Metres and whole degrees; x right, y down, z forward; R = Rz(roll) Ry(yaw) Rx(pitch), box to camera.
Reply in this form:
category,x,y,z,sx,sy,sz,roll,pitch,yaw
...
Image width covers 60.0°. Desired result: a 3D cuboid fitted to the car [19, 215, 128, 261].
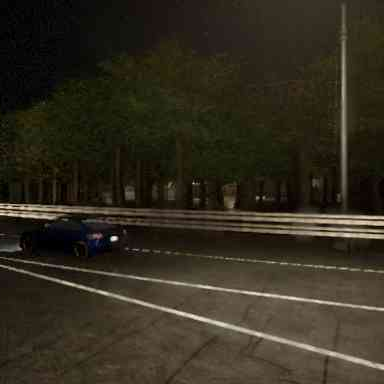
category,x,y,z,sx,sy,sz,roll,pitch,yaw
car,-4.439,1.578,12.429,4.181,1.385,1.994,0,0,28
